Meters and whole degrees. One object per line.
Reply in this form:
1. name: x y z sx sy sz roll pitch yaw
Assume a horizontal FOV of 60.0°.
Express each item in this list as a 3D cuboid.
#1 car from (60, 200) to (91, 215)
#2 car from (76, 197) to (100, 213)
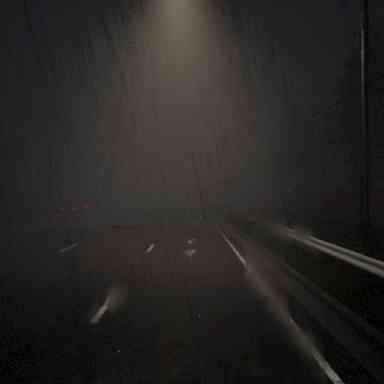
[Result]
1. car: -13.726 1.955 38.878 1.895 1.301 4.718 0 -1 -2
2. car: -13.903 1.626 44.211 2.150 2.045 5.566 0 0 0
